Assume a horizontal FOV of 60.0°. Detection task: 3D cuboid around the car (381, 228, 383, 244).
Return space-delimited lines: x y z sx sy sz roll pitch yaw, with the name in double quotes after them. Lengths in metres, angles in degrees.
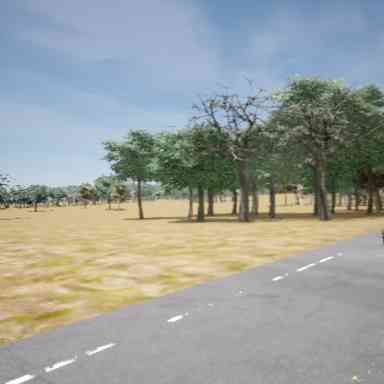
11.473 2.030 17.560 1.895 1.301 4.718 -4 -4 41 "car"
